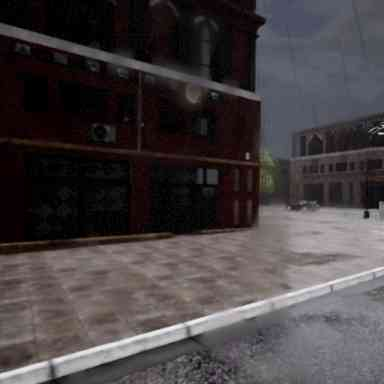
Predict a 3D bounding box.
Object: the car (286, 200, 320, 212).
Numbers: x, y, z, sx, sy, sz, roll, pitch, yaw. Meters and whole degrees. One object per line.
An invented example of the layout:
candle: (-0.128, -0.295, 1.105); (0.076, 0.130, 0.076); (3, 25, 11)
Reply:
car: (13.113, 1.683, 39.715); (2.008, 1.369, 4.403); (1, -1, -28)
